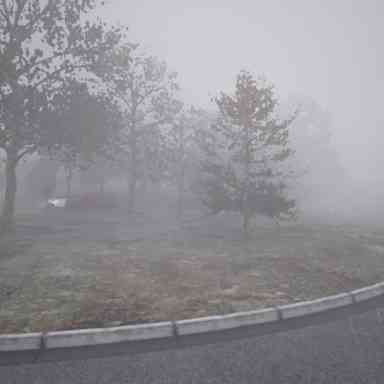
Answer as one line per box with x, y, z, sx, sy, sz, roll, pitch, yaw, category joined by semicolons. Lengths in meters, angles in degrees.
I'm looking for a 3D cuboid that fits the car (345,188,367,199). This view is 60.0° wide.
25.133;0.172;50.955;2.033;1.411;5.357;0;5;41;car

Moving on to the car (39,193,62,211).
-14.776;1.130;38.727;5.566;2.045;2.150;1;0;-26;car

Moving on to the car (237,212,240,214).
6.456;1.545;34.472;5.008;1.535;1.882;-1;-1;40;car

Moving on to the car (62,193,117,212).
-11.137;1.148;36.978;5.566;2.045;2.150;1;-1;-17;car
